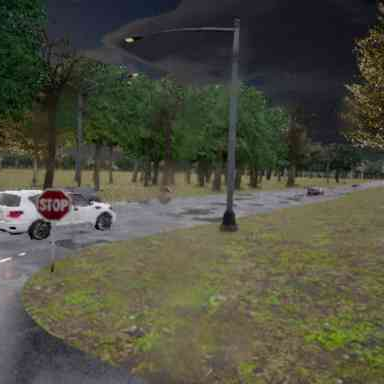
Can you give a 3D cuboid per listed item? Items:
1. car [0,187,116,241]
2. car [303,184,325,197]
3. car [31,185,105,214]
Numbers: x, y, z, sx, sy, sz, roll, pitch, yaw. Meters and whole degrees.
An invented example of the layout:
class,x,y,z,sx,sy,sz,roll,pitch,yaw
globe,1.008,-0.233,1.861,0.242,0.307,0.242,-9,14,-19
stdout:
class,x,y,z,sx,sy,sz,roll,pitch,yaw
car,-6.188,0.918,15.576,2.150,2.045,5.566,4,4,35
car,19.234,-0.075,51.580,1.837,1.490,4.892,4,4,33
car,-8.792,0.428,23.967,2.097,1.767,4.553,4,4,35
